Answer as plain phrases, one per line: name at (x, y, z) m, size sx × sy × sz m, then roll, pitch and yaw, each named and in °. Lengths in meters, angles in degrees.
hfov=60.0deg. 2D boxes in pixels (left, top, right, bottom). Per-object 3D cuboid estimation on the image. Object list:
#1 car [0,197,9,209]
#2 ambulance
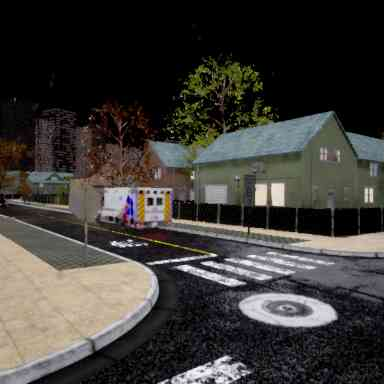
car at (-24.880, 1.353, 42.684) m, size 1.837 × 1.490 × 4.892 m, roll 1°, pitch 0°, yaw -38°
ambulance at (-3.761, 1.008, 19.987) m, size 2.351 × 2.431 × 6.366 m, roll 1°, pitch 0°, yaw -38°
